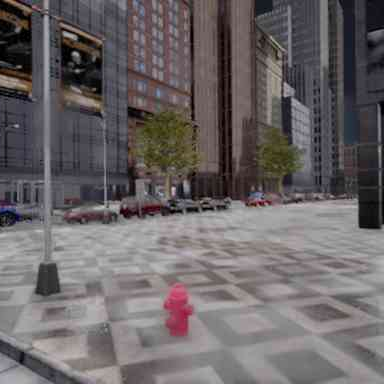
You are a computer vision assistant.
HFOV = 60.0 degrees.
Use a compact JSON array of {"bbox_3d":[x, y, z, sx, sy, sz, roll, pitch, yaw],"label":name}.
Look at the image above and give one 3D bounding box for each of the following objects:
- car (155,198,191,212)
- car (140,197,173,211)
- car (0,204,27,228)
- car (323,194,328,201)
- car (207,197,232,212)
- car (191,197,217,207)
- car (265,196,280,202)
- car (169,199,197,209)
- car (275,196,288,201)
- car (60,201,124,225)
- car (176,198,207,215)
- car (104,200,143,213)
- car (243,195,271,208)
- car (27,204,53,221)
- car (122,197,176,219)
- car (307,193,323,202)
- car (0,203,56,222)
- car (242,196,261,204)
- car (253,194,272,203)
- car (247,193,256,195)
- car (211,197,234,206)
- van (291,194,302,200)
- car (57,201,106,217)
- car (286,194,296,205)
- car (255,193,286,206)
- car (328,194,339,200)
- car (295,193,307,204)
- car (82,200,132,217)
[{"bbox_3d":[-2.270,1.540,40.751,1.812,1.442,4.674,-1,0,35],"label":"car"},{"bbox_3d":[-4.477,1.488,42.416,1.967,1.590,4.097,-1,0,35],"label":"car"},{"bbox_3d":[-13.572,1.279,20.292,2.150,2.045,5.566,-3,-1,35],"label":"car"},{"bbox_3d":[28.469,1.391,74.621,1.752,1.417,4.829,-1,0,35],"label":"car"},{"bbox_3d":[2.506,1.508,37.523,1.947,1.339,4.313,-1,0,35],"label":"car"},{"bbox_3d":[1.894,1.549,51.516,1.752,1.417,4.829,-1,0,35],"label":"car"},{"bbox_3d":[18.161,1.545,74.758,1.947,1.339,4.313,-1,0,35],"label":"car"},{"bbox_3d":[-1.241,1.617,47.036,1.802,1.307,4.206,-1,0,35],"label":"car"},{"bbox_3d":[21.394,1.554,79.377,1.802,1.307,4.206,-1,0,35],"label":"car"},{"bbox_3d":[-7.193,1.575,23.664,1.802,1.307,4.206,-1,0,35],"label":"car"},{"bbox_3d":[-0.727,1.524,32.904,1.947,1.339,4.313,-1,0,35],"label":"car"},{"bbox_3d":[-7.708,1.646,37.795,1.802,1.307,4.206,-1,0,35],"label":"car"},{"bbox_3d":[8.972,1.462,46.763,1.887,1.381,4.507,-1,0,35],"label":"car"},{"bbox_3d":[-13.083,1.635,25.312,1.994,1.385,4.181,-1,0,35],"label":"car"},{"bbox_3d":[-3.962,1.289,28.286,2.192,1.841,5.009,-1,0,35],"label":"car"},{"bbox_3d":[25.137,1.188,69.864,2.192,1.841,5.009,-1,0,35],"label":"car"},{"bbox_3d":[-14.176,1.665,28.554,1.947,1.339,4.313,-1,0,35],"label":"car"},{"bbox_3d":[11.693,1.541,65.517,1.887,1.381,4.507,-1,0,35],"label":"car"},{"bbox_3d":[14.924,1.302,70.139,2.192,1.841,5.009,-1,0,35],"label":"car"},{"bbox_3d":[10.514,1.160,53.454,2.150,2.045,5.566,-1,0,35],"label":"car"},{"bbox_3d":[5.226,1.579,56.277,1.947,1.339,4.313,-1,0,35],"label":"car"},{"bbox_3d":[27.858,1.314,88.621,1.690,1.788,3.998,-1,-1,35],"label":"van"},{"bbox_3d":[-10.942,1.646,33.175,1.947,1.339,4.313,-1,0,35],"label":"car"},{"bbox_3d":[15.438,1.464,56.002,1.947,1.339,4.313,-1,0,35],"label":"car"},{"bbox_3d":[12.203,1.223,51.385,2.192,1.841,5.009,-1,0,35],"label":"car"},{"bbox_3d":[34.838,1.449,83.720,1.802,1.307,4.206,-1,-1,35],"label":"car"},{"bbox_3d":[18.670,1.205,60.624,2.192,1.841,5.009,-1,0,35],"label":"car"},{"bbox_3d":[-8.178,1.569,32.320,1.812,1.442,4.674,-1,0,35],"label":"car"}]
